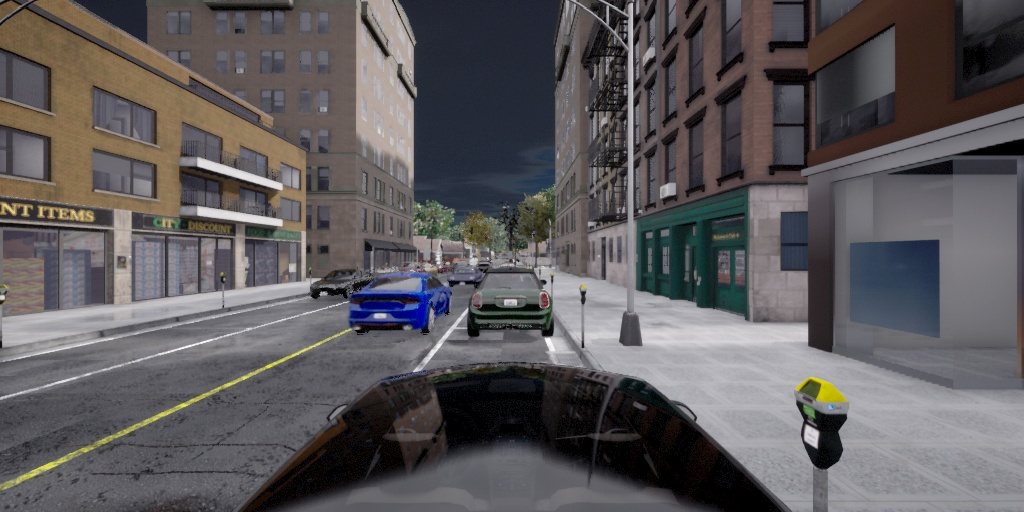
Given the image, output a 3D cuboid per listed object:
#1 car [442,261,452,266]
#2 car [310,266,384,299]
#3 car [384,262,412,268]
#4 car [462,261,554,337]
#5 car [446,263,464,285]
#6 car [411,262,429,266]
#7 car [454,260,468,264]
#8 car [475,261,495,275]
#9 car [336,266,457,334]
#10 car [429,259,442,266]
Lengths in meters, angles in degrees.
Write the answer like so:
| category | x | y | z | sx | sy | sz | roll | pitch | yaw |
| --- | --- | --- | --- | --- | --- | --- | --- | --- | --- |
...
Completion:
| category | x | y | z | sx | sy | sz | roll | pitch | yaw |
| --- | --- | --- | --- | --- | --- | --- | --- | --- | --- |
| car | -8.408 | 1.204 | 40.275 | 1.967 | 1.591 | 4.097 | 0 | 0 | 0 |
| car | -8.408 | 1.316 | 18.201 | 1.948 | 1.339 | 4.313 | 0 | 0 | 0 |
| car | -8.408 | 1.303 | 23.719 | 2.007 | 1.370 | 4.403 | 0 | 0 | 0 |
| car | -0.033 | 1.103 | 10.470 | 2.097 | 1.767 | 4.553 | 0 | 0 | 0 |
| car | -2.957 | 1.353 | 23.750 | 1.895 | 1.301 | 4.718 | 0 | 0 | 0 |
| car | -8.408 | 1.195 | 29.238 | 1.967 | 1.591 | 4.097 | 0 | 0 | 0 |
| car | -5.844 | 1.271 | 41.447 | 1.837 | 1.490 | 4.892 | 0 | -1 | 0 |
| car | -2.953 | 1.268 | 39.638 | 1.837 | 1.490 | 4.892 | 0 | 0 | 0 |
| car | -3.021 | 1.228 | 10.657 | 1.882 | 1.535 | 5.008 | 0 | 0 | 0 |
| car | -8.408 | 1.285 | 34.586 | 1.751 | 1.417 | 4.829 | 0 | 0 | 0 |
